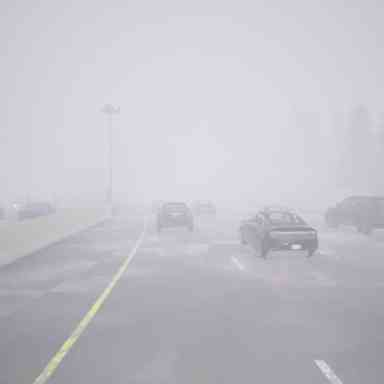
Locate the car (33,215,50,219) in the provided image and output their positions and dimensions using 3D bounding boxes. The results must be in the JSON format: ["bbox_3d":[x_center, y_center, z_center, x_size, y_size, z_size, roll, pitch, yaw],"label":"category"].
[{"bbox_3d":[-12.821,1.505,27.715,1.882,1.535,5.008,0,0,-9],"label":"car"}]

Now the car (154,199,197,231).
[{"bbox_3d":[-1.155,1.355,20.762,2.097,1.767,4.553,0,0,-6],"label":"car"}]

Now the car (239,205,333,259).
[{"bbox_3d":[3.073,1.486,12.686,2.128,1.511,4.902,0,0,-4],"label":"car"}]

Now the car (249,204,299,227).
[{"bbox_3d":[5.606,1.590,23.474,1.895,1.301,4.718,0,0,-6],"label":"car"}]

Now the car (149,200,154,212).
[{"bbox_3d":[-3.938,1.557,39.123,2.033,1.411,5.357,0,0,-11],"label":"car"}]

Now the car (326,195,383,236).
[{"bbox_3d":[9.634,1.202,18.618,2.150,2.045,5.566,0,0,-5],"label":"car"}]

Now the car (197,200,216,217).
[{"bbox_3d":[0.980,1.491,31.286,2.128,1.511,4.902,0,0,-9],"label":"car"}]
